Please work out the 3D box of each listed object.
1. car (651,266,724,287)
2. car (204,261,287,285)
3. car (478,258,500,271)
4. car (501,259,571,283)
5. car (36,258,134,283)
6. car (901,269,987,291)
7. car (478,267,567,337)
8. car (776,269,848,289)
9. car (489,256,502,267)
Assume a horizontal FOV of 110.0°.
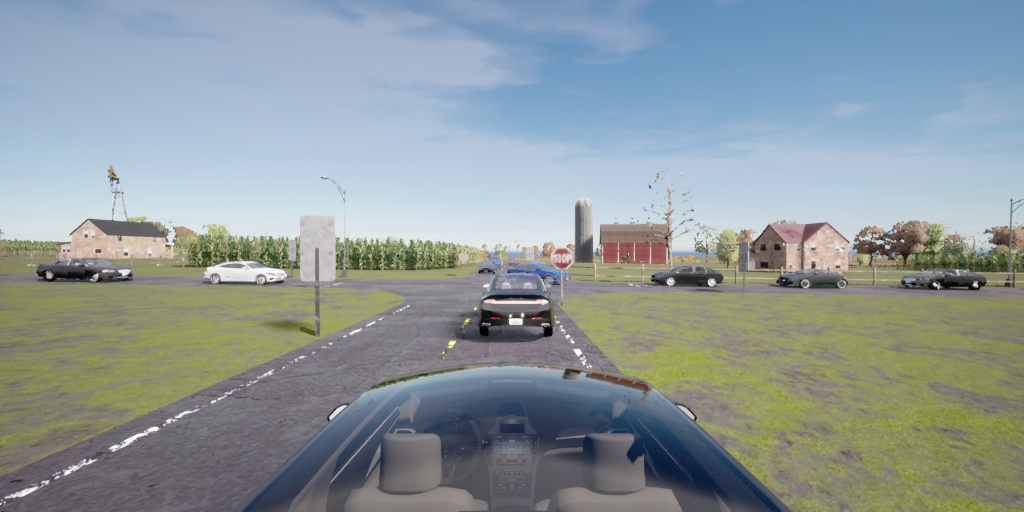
[{"bbox_3d":[12.739,1.443,26.228,4.892,1.490,1.837,1,1,1],"label":"car"},{"bbox_3d":[-17.134,1.067,23.128,4.674,1.442,1.812,1,1,0],"label":"car"},{"bbox_3d":[-2.837,1.318,41.594,2.033,1.411,5.357,0,0,0],"label":"car"},{"bbox_3d":[1.870,1.241,25.727,5.008,1.535,1.882,0,1,43],"label":"car"},{"bbox_3d":[-27.378,0.880,23.097,4.902,1.511,2.128,1,1,0],"label":"car"},{"bbox_3d":[31.479,1.686,26.237,4.902,1.511,2.128,1,1,0],"label":"car"},{"bbox_3d":[0.143,1.241,10.343,2.128,1.511,4.902,0,0,1],"label":"car"},{"bbox_3d":[21.871,1.629,26.212,4.181,1.385,1.994,1,1,0],"label":"car"},{"bbox_3d":[-2.819,1.014,56.577,2.150,2.045,5.566,0,0,0],"label":"car"}]
